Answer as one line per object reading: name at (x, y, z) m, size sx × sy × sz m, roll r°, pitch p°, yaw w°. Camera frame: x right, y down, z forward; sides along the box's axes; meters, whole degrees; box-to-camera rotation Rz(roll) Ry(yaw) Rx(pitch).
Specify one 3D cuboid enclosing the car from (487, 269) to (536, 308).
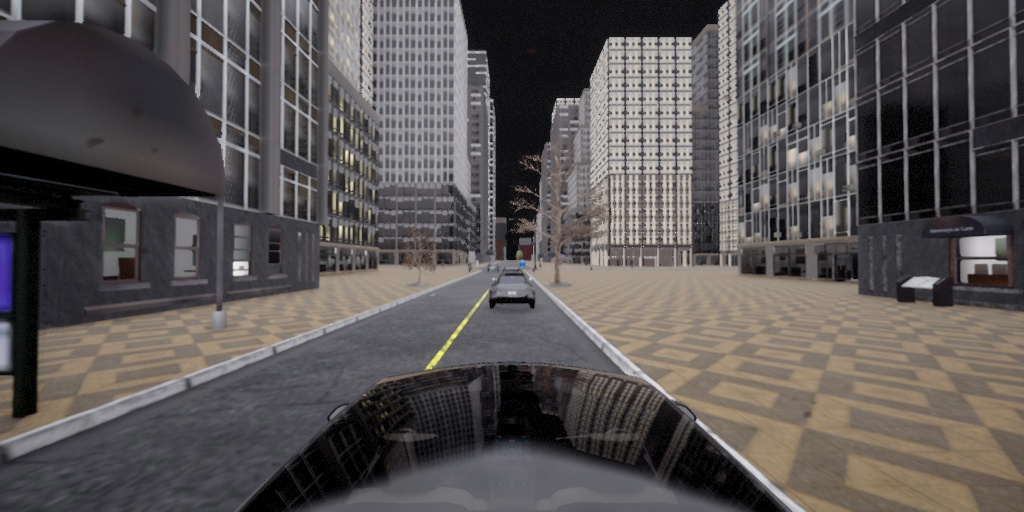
car at (0.008, 1.451, 16.154) m, size 1.994 × 1.385 × 4.181 m, roll 0°, pitch 0°, yaw 0°

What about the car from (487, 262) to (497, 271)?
car at (-3.005, 1.762, 57.305) m, size 2.128 × 1.511 × 4.902 m, roll 0°, pitch -1°, yaw 0°

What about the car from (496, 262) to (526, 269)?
car at (0.005, 1.519, 31.155) m, size 2.128 × 1.511 × 4.902 m, roll 0°, pitch 0°, yaw 0°
